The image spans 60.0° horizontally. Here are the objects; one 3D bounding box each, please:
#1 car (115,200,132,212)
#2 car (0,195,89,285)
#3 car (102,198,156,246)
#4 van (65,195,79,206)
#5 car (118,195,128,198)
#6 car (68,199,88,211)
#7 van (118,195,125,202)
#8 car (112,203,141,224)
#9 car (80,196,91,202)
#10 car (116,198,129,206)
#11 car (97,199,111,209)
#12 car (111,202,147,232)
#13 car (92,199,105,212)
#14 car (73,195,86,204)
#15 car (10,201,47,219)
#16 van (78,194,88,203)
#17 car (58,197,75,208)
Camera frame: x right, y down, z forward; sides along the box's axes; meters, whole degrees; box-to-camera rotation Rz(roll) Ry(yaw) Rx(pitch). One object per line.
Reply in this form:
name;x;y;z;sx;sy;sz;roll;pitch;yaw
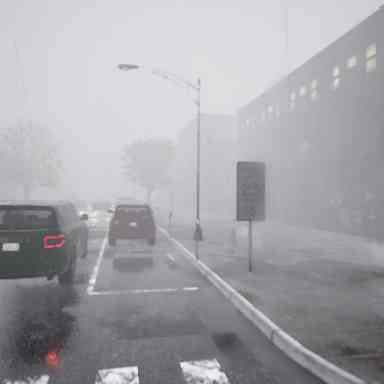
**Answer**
car;-8.769;1.699;42.599;1.947;1.339;4.313;1;0;-12
car;-4.270;1.226;9.423;2.150;2.045;5.566;1;0;-12
car;-2.841;1.371;15.525;2.192;1.841;5.009;1;0;-12
van;-20.500;1.408;57.043;1.690;1.788;3.998;1;0;-12
car;-6.394;1.418;31.772;2.192;1.841;5.009;1;0;-12
car;-14.715;1.665;43.112;1.895;1.301;4.718;1;0;-12
van;-17.055;1.570;80.507;1.690;1.788;3.998;1;0;-12
car;-5.216;1.638;26.354;2.008;1.369;4.403;1;0;-12
car;-25.244;1.671;78.702;2.008;1.369;4.403;2;0;-12
car;-12.322;1.727;58.844;2.008;1.369;4.403;1;0;-12
car;-13.044;1.719;49.509;1.895;1.301;4.718;1;0;-12
car;-4.028;1.512;20.939;1.967;1.590;4.097;1;0;-12
car;-10.871;1.570;39.836;1.882;1.535;5.008;1;0;-12
car;-22.872;1.535;67.873;1.967;1.590;4.097;1;0;-12
car;-14.584;1.560;29.967;1.947;1.339;4.313;1;0;-12
van;-24.054;1.449;73.288;1.690;1.788;3.998;2;0;-12
car;-19.284;1.578;51.461;1.752;1.417;4.829;1;0;-12
